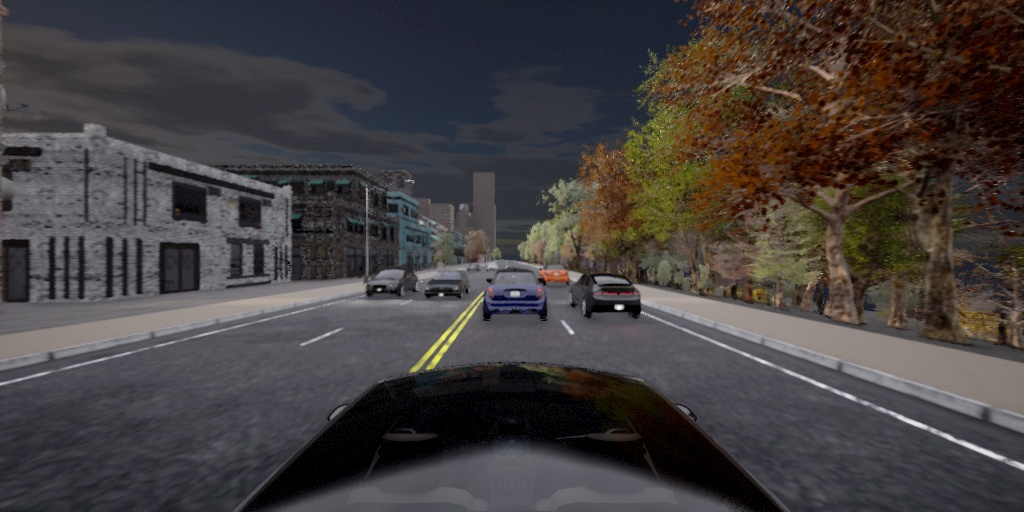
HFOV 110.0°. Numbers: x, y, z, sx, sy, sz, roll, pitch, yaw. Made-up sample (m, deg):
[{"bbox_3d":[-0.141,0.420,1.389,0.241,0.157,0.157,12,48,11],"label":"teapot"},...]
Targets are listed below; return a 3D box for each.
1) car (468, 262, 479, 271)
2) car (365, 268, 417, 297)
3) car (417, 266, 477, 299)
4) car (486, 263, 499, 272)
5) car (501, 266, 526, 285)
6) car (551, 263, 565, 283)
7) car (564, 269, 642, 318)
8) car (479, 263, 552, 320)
[{"bbox_3d":[-6.520,1.852,61.324,2.128,1.511,4.902,0,-1,1],"label":"car"},{"bbox_3d":[-6.595,1.444,20.231,1.837,1.490,4.892,0,-1,0],"label":"car"},{"bbox_3d":[-3.347,1.480,19.592,2.033,1.411,5.357,0,-1,0],"label":"car"},{"bbox_3d":[-3.271,1.882,60.938,1.812,1.442,4.674,0,-1,1],"label":"car"},{"bbox_3d":[0.107,1.608,30.311,1.994,1.385,4.181,0,-1,0],"label":"car"},{"bbox_3d":[3.356,1.386,29.333,2.097,1.767,4.553,0,-1,0],"label":"car"},{"bbox_3d":[3.352,1.378,13.616,1.837,1.490,4.892,0,-1,0],"label":"car"},{"bbox_3d":[0.101,1.221,13.273,2.097,1.767,4.553,0,-1,0],"label":"car"}]
